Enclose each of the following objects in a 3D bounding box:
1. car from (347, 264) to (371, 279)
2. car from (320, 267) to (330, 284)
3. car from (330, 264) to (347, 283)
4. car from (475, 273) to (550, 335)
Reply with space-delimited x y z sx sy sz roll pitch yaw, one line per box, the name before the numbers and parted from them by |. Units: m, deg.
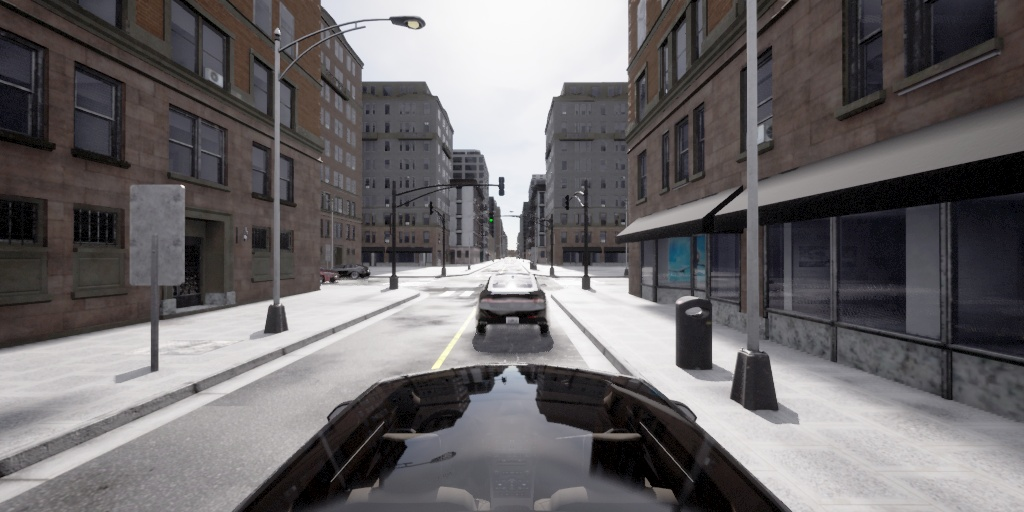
car | -14.692 1.338 31.506 4.313 1.339 1.948 0 0 0
car | -14.717 1.295 23.480 4.313 1.339 1.948 0 0 0
car | -14.747 1.307 26.024 4.181 1.385 1.994 0 0 0
car | 0.024 1.245 10.591 2.128 1.511 4.902 0 0 0
